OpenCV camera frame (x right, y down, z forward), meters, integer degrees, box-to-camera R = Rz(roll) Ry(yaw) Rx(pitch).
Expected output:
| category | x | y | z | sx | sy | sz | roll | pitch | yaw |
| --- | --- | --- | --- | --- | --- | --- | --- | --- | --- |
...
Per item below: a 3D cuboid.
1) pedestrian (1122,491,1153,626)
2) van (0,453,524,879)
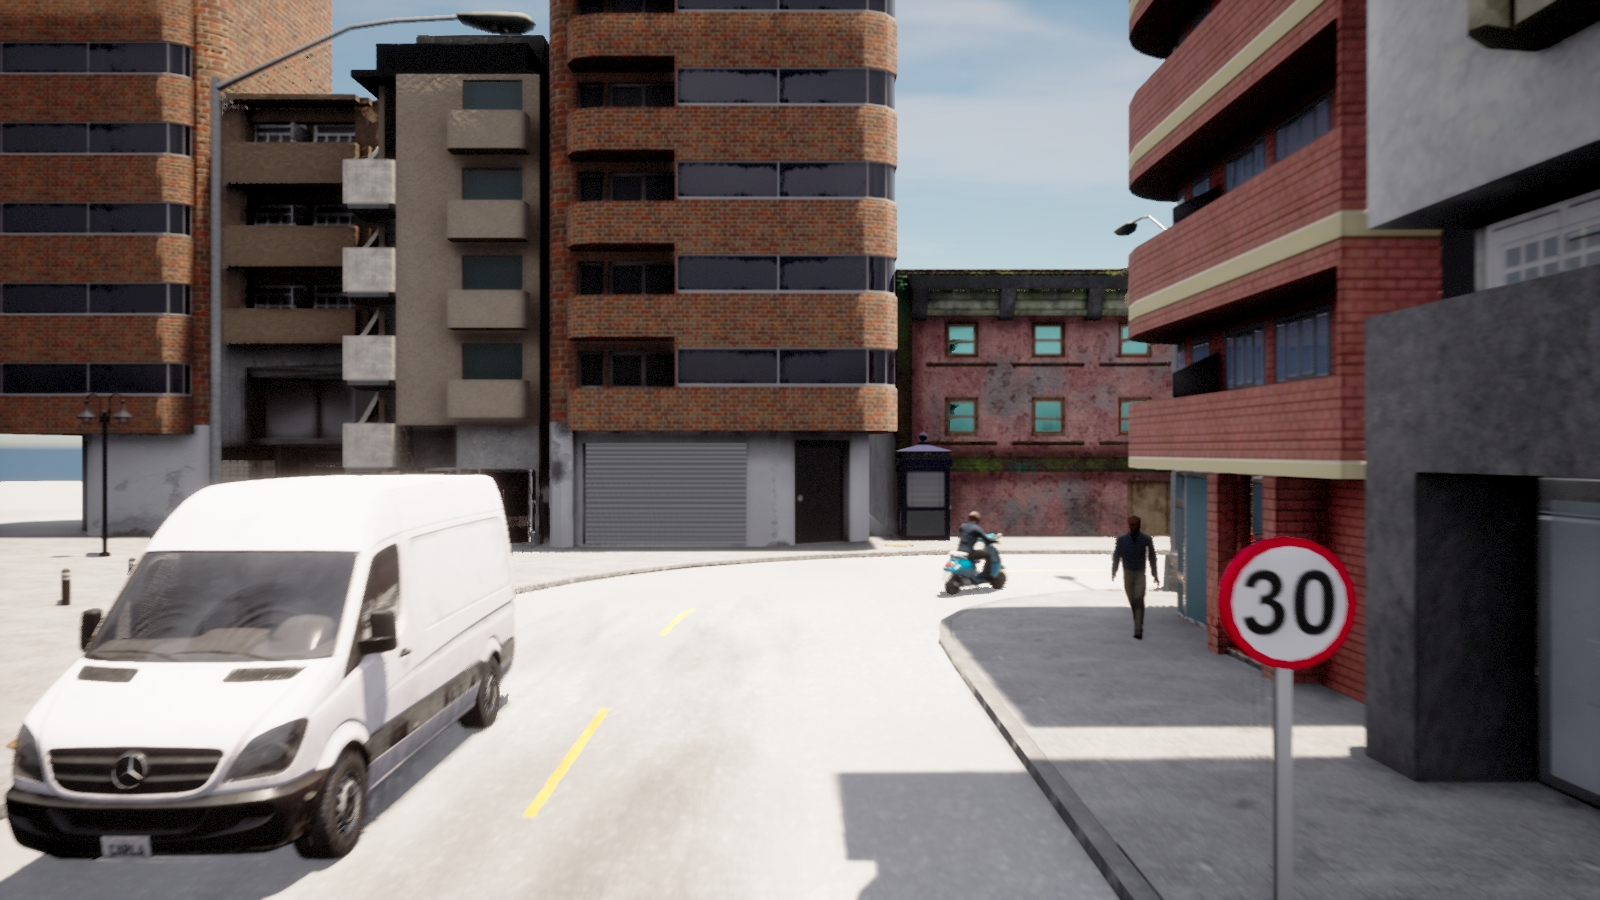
| category | x | y | z | sx | sy | sz | roll | pitch | yaw |
| --- | --- | --- | --- | --- | --- | --- | --- | --- | --- |
| pedestrian | 4.784 | 1.524 | 16.185 | 0.375 | 1.860 | 0.375 | 0 | 0 | 23 |
| van | -4.092 | 1.314 | 9.872 | 1.988 | 2.561 | 5.915 | 0 | 0 | 0 |
